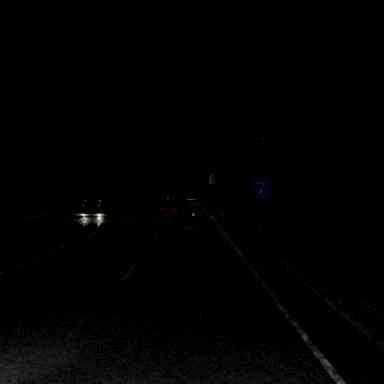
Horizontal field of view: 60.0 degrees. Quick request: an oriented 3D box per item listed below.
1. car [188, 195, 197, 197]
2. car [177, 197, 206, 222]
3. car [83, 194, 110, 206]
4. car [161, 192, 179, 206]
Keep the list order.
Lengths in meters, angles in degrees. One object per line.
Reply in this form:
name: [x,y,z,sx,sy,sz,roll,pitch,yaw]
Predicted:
car: [0.043,1.237,48.628,2.128,1.511,4.902,0,0,0]
car: [0.085,1.410,25.598,1.882,1.535,5.008,0,0,0]
car: [-10.514,0.931,36.850,2.097,1.767,4.553,0,0,0]
car: [-3.200,0.965,49.034,2.150,2.045,5.566,0,1,2]
